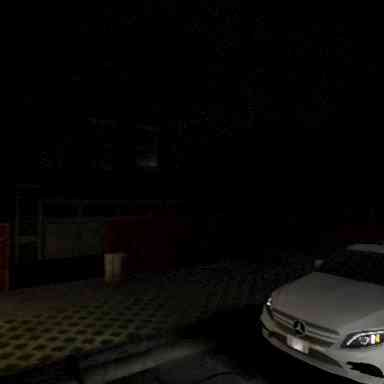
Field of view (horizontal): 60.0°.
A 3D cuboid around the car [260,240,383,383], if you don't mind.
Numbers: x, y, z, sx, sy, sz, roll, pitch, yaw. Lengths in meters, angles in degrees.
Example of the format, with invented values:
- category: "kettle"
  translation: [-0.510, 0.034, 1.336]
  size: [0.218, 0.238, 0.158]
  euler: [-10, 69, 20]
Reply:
- category: "car"
  translation: [3.154, 1.563, 5.321]
  size: [4.674, 1.442, 1.812]
  euler: [0, 0, -36]
